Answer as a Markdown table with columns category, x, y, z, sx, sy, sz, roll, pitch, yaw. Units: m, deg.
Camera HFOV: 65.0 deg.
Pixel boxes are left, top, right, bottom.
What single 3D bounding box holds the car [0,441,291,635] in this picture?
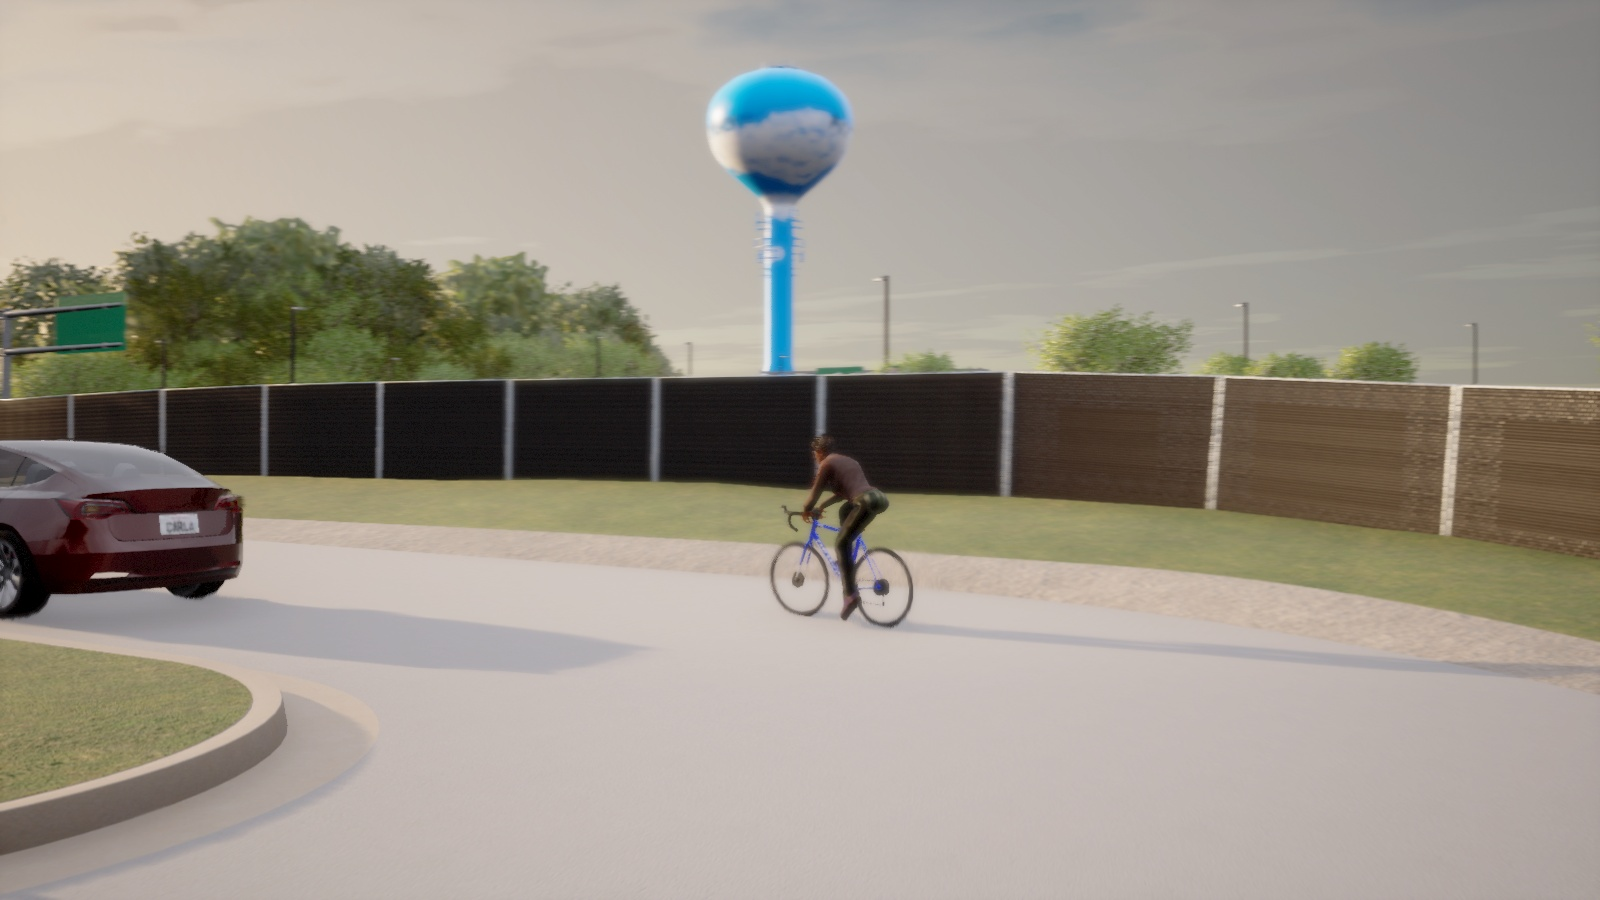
| category | x | y | z | sx | sy | sz | roll | pitch | yaw |
| --- | --- | --- | --- | --- | --- | --- | --- | --- | --- |
| car | -7.355 | 0.670 | 11.801 | 4.792 | 1.488 | 2.163 | 1 | 0 | 28 |

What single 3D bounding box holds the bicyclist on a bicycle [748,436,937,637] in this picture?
| category | x | y | z | sx | sy | sz | roll | pitch | yaw |
| --- | --- | --- | --- | --- | --- | --- | --- | --- | --- |
| bicyclist on a bicycle | 0.346 | 0.700 | 10.923 | 1.656 | 1.620 | 0.582 | 0 | 1 | 44 |

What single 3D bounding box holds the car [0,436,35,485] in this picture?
| category | x | y | z | sx | sy | sz | roll | pitch | yaw |
| --- | --- | --- | --- | --- | --- | --- | --- | --- | --- |
| car | -26.614 | 0.361 | 38.529 | 2.128 | 1.511 | 4.902 | 0 | 1 | 31 |
